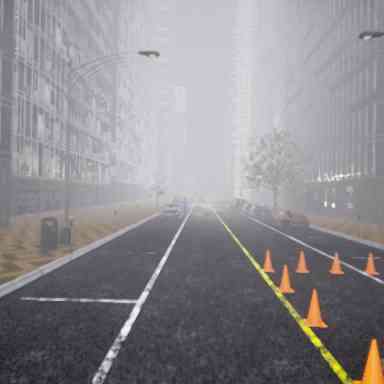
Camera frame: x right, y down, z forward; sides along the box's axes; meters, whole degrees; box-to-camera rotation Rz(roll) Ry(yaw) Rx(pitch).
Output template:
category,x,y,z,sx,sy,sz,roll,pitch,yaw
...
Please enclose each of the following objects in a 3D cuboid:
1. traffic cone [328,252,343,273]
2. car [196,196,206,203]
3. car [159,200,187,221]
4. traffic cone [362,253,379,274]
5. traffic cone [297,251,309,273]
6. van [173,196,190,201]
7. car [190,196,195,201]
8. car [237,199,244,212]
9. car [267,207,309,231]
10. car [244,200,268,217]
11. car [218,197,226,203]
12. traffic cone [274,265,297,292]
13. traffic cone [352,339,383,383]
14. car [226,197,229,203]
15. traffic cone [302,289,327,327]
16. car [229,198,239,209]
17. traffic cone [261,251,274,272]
category,x,y,z,sx,sy,sz,roll,pitch,yaw
traffic cone,4.255,2.070,9.813,0.340,0.580,0.340,1,0,1
car,2.103,1.762,74.434,1.837,1.490,4.892,1,-1,1
car,-1.711,1.627,28.104,2.008,1.369,4.403,1,0,1
traffic cone,5.254,2.087,9.789,0.340,0.580,0.340,1,0,1
traffic cone,3.256,2.052,9.837,0.340,0.580,0.340,1,0,1
van,-1.431,1.457,39.486,1.690,1.788,3.998,1,0,1
car,-0.191,1.783,90.705,1.887,1.381,4.507,1,0,1
car,6.942,1.815,39.278,2.008,1.369,4.403,1,0,1
car,6.528,1.784,22.206,1.802,1.307,4.206,1,0,1
car,6.804,1.797,33.587,2.008,1.369,4.403,1,0,1
car,7.909,1.911,79.114,1.887,1.381,4.507,1,0,1
traffic cone,2.208,2.026,7.862,0.340,0.580,0.340,1,0,1
traffic cone,2.111,2.008,3.864,0.340,0.580,0.340,1,0,1
car,7.358,1.752,56.350,1.967,1.590,4.097,1,0,1
traffic cone,2.159,2.017,5.863,0.340,0.580,0.340,1,0,1
car,7.221,1.736,50.660,1.967,1.590,4.097,1,0,1
traffic cone,2.256,2.034,9.862,0.340,0.580,0.340,1,0,1
